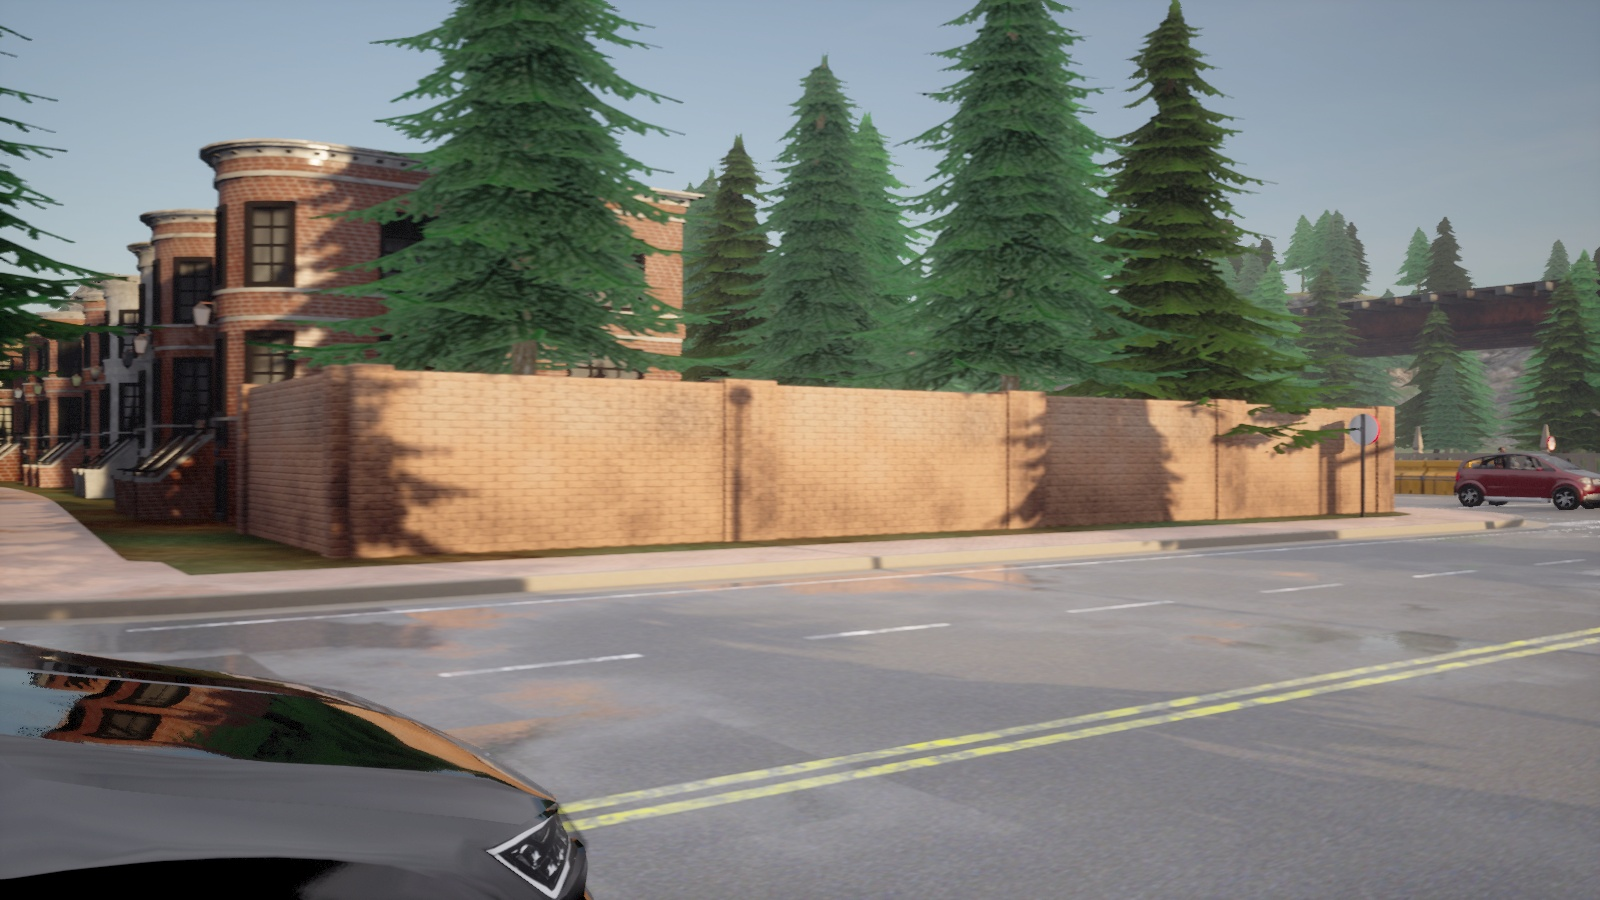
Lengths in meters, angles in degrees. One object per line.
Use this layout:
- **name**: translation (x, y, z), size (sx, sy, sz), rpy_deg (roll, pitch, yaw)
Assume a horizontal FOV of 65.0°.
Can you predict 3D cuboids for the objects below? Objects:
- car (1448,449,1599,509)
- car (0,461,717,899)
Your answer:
- **car**: translation (20.179, 0.766, 34.614), size (1.789, 1.549, 3.705), rpy_deg (0, 0, -35)
- **car**: translation (-2.401, 0.768, 1.988), size (4.193, 1.474, 1.816), rpy_deg (0, 0, -35)
